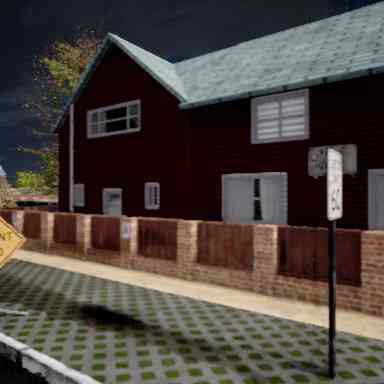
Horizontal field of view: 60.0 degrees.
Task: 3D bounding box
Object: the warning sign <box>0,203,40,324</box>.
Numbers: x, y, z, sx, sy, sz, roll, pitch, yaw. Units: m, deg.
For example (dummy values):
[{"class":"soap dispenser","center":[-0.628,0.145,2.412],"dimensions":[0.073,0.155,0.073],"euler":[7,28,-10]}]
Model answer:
[{"class":"warning sign","center":[-3.441,1.142,5.544],"dimensions":[1.060,1.860,1.300],"euler":[0,0,36]}]
